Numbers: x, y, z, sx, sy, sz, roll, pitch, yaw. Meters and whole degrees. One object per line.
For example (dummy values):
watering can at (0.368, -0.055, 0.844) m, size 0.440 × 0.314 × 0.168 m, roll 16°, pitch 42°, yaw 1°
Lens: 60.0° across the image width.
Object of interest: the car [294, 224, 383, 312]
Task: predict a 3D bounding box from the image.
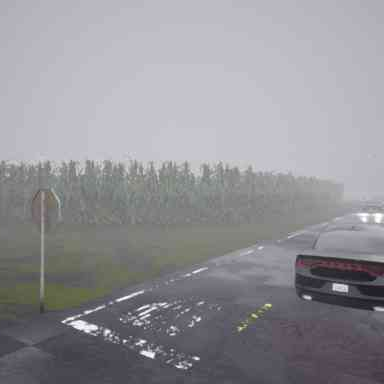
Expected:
car at (3.892, 1.481, 7.736) m, size 1.882 × 1.535 × 5.008 m, roll 0°, pitch 0°, yaw 33°

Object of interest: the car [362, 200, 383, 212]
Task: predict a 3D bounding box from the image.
car at (21.002, 1.623, 38.589) m, size 1.895 × 1.301 × 4.718 m, roll 0°, pitch 0°, yaw 33°
